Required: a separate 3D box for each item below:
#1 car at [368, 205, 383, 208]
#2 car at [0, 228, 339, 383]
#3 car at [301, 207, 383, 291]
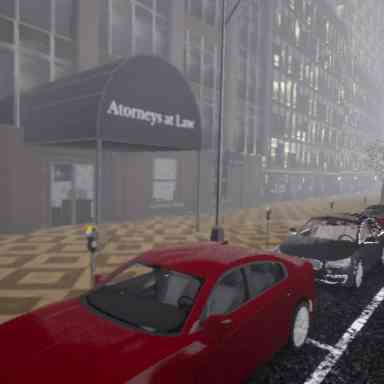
[{"bbox_3d":[7.203,1.164,12.549,1.802,1.307,4.206,3,3,40],"label":"car"},{"bbox_3d":[-0.051,1.336,3.800,1.887,1.381,4.507,3,3,40],"label":"car"},{"bbox_3d":[3.576,1.238,8.175,2.008,1.369,4.403,3,3,40],"label":"car"}]
